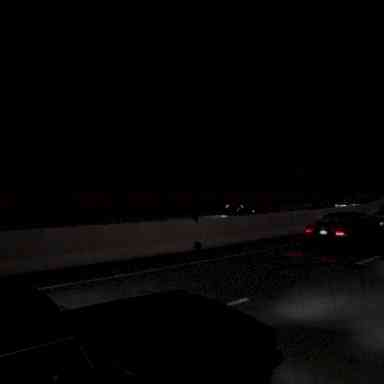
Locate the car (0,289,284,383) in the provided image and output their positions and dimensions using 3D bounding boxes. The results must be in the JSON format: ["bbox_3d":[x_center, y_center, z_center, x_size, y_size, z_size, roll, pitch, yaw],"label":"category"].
[{"bbox_3d":[-1.363,1.610,2.888,4.718,1.301,1.895,0,0,-36],"label":"car"}]

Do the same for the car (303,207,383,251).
[{"bbox_3d":[6.751,1.568,14.253,5.357,1.411,2.033,0,0,-44],"label":"car"}]

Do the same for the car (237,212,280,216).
[{"bbox_3d":[5.730,1.654,28.719,1.895,1.301,4.718,0,0,40],"label":"car"}]

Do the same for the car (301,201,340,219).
[{"bbox_3d":[12.074,1.595,31.013,2.033,1.411,5.357,0,0,37],"label":"car"}]
